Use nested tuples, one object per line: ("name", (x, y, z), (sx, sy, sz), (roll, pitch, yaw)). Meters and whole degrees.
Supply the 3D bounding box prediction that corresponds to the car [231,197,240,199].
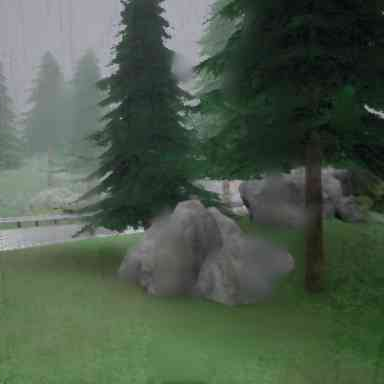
("car", (6.997, 1.657, 58.095), (1.882, 1.535, 5.008), (0, 0, -31))
